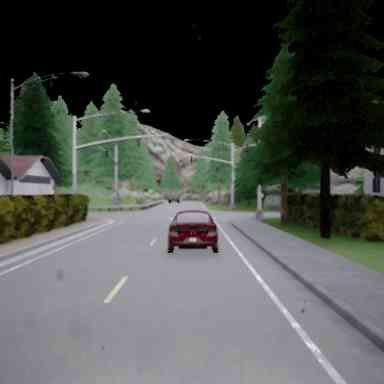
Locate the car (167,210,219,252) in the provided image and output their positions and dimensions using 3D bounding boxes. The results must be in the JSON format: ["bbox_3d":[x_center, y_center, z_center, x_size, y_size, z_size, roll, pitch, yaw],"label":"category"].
[{"bbox_3d":[0.052,1.486,13.928,1.882,1.535,5.008,0,0,0],"label":"car"}]

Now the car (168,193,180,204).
[{"bbox_3d":[-3.502,1.258,66.033,2.150,2.045,5.566,0,0,0],"label":"car"}]
